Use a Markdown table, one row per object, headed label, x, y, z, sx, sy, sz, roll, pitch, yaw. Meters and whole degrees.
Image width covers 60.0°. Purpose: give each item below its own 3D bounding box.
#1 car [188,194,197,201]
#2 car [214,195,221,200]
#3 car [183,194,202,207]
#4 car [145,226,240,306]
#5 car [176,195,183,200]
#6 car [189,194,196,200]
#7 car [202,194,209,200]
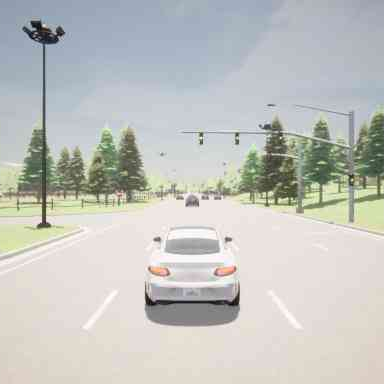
| label | x | y | z | sx | sy | sz | roll | pitch | yaw |
| --- | --- | --- | --- | --- | --- | --- | --- | --- | --- |
| car | 0.128 | 1.348 | 82.798 | 2.097 | 1.767 | 4.553 | 0 | 0 | 0 |
| car | 7.144 | 1.525 | 93.234 | 2.128 | 1.511 | 4.902 | 0 | 0 | 0 |
| car | 0.080 | 1.352 | 51.769 | 2.097 | 1.767 | 4.553 | 0 | 0 | 0 |
| car | 0.018 | 1.526 | 7.895 | 1.812 | 1.442 | 4.674 | 0 | 0 | 0 |
| car | -3.356 | 1.553 | 93.217 | 1.994 | 1.385 | 4.181 | 0 | 0 | 0 |
| car | 0.144 | 1.332 | 92.832 | 1.837 | 1.490 | 4.892 | 0 | 0 | 0 |
| car | 3.644 | 1.355 | 93.209 | 2.097 | 1.767 | 4.553 | 0 | 0 | 0 |
